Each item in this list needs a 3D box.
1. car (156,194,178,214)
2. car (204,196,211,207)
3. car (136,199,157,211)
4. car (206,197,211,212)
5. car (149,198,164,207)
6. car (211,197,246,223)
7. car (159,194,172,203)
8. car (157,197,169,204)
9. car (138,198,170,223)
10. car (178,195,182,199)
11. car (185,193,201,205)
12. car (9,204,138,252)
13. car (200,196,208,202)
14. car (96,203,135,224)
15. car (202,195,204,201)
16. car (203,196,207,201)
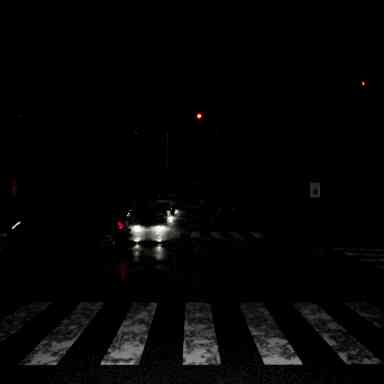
[{"bbox_3d":[-2.946,1.241,35.664,2.150,2.045,5.566,0,0,0],"label":"car"},{"bbox_3d":[2.941,1.577,41.536,2.008,1.369,4.403,0,0,0],"label":"car"},{"bbox_3d":[-5.584,1.577,41.566,2.008,1.369,4.403,0,0,0],"label":"car"},{"bbox_3d":[2.917,1.586,36.080,1.947,1.339,4.313,0,0,0],"label":"car"},{"bbox_3d":[-5.536,1.620,52.480,1.802,1.307,4.206,0,0,0],"label":"car"},{"bbox_3d":[2.869,1.324,25.168,2.192,1.841,5.009,0,0,0],"label":"car"},{"bbox_3d":[-5.464,1.371,68.851,2.192,1.841,5.009,0,0,0],"label":"car"},{"bbox_3d":[-5.488,1.631,63.394,1.802,1.307,4.206,0,0,0],"label":"car"},{"bbox_3d":[-2.992,1.487,25.598,1.882,1.535,5.008,0,0,0],"label":"car"},{"bbox_3d":[-2.891,1.522,46.108,2.128,1.511,4.902,0,0,0],"label":"car"},{"bbox_3d":[0.358,1.263,59.374,2.150,2.045,5.566,0,0,0],"label":"car"},{"bbox_3d":[-4.704,1.294,13.232,4.553,1.767,2.097,1,0,0],"label":"car"},{"bbox_3d":[2.684,1.569,75.824,1.837,1.490,4.892,0,0,0],"label":"car"},{"bbox_3d":[-5.656,1.575,25.195,1.947,1.339,4.313,0,0,0],"label":"car"},{"bbox_3d":[2.989,1.478,52.449,1.967,1.590,4.097,0,0,0],"label":"car"},{"bbox_3d":[2.965,1.583,46.993,2.008,1.369,4.403,0,0,0],"label":"car"}]
